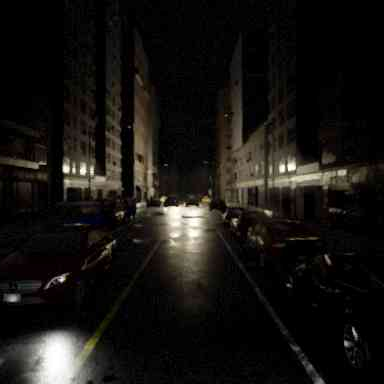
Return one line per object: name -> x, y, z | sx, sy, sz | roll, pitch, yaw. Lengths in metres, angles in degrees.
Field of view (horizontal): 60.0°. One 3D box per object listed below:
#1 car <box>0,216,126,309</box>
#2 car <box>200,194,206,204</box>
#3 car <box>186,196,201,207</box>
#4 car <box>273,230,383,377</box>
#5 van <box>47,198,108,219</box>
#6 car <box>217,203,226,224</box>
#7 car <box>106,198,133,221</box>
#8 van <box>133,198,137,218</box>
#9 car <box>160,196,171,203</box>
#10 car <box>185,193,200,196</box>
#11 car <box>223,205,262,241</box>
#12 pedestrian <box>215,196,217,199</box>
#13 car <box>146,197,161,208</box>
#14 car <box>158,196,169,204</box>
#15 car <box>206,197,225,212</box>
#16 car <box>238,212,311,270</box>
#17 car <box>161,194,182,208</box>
car -> -3.055, 1.541, 8.008 | 1.812, 1.442, 4.674 | 0, 0, 0
car -> 2.888, 1.620, 66.340 | 1.752, 1.417, 4.829 | 0, 0, 0
car -> 0.036, 1.686, 53.217 | 1.895, 1.301, 4.718 | 0, 0, 0
car -> 2.859, 1.576, 5.385 | 1.947, 1.339, 4.313 | 0, 0, 0
van -> -5.662, 1.370, 16.442 | 1.690, 1.788, 3.998 | 0, 0, 0
car -> 2.867, 1.619, 21.963 | 1.802, 1.307, 4.206 | 0, 0, 0
car -> -5.659, 1.353, 21.968 | 2.192, 1.841, 5.009 | 0, 0, 0
van -> -5.653, 1.386, 27.493 | 1.690, 1.788, 3.998 | 0, 0, 0
car -> -5.635, 1.655, 71.700 | 2.008, 1.369, 4.403 | 0, 0, 0
car -> 0.036, 1.147, 74.167 | 2.150, 2.045, 5.566 | 0, 0, 0
car -> 2.865, 1.580, 16.437 | 2.008, 1.369, 4.403 | 0, 0, 0
pedestrian -> 3.021, 1.358, 43.001 | 0.375, 1.860, 0.375 | 0, 0, -10
car -> -5.646, 1.512, 49.597 | 1.967, 1.590, 4.097 | 0, 0, 0
car -> -5.637, 1.620, 66.004 | 1.752, 1.417, 4.829 | 0, 0, 0
car -> 3.019, 1.539, 39.998 | 1.882, 1.535, 5.008 | 0, 0, 0
car -> 2.862, 1.565, 10.912 | 1.887, 1.381, 4.507 | 0, 0, 0
car -> -3.050, 1.423, 49.549 | 2.097, 1.767, 4.553 | 0, 0, 0
